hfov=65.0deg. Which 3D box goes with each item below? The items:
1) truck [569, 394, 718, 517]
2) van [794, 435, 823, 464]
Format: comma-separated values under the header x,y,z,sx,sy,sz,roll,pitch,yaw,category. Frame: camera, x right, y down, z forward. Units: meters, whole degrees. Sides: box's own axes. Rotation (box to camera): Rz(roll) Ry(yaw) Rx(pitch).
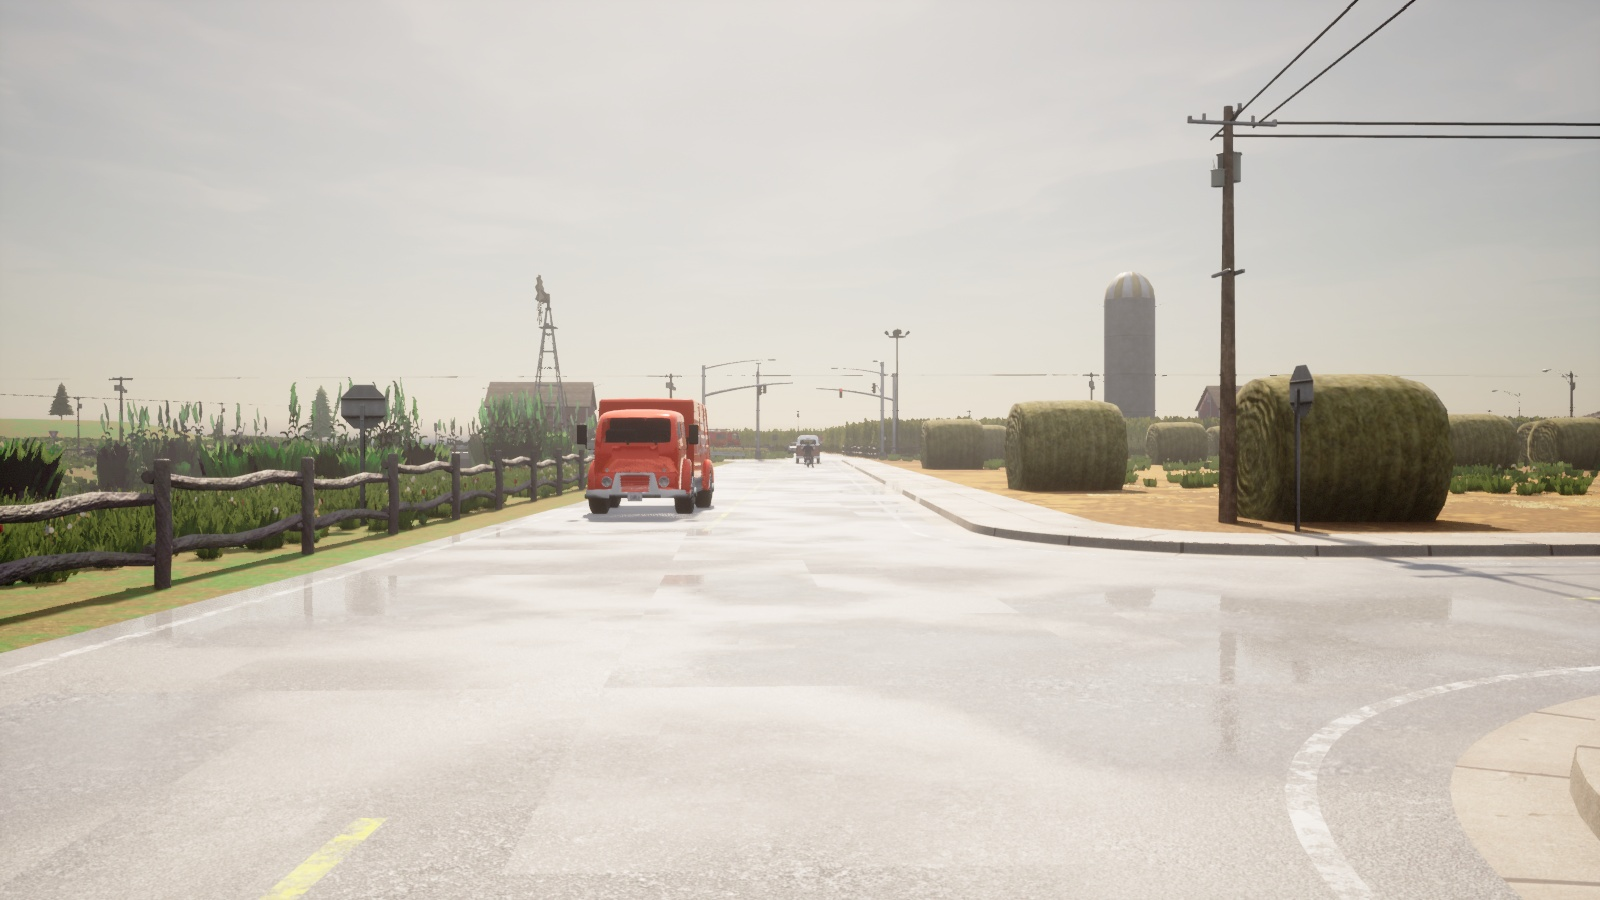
x,y,z,sx,sy,sz,roll,pitch,yaw,category
-3.311,0.100,27.866,2.627,2.467,5.204,0,0,0,truck
0.589,-0.048,91.887,2.069,2.038,4.480,0,0,0,van
